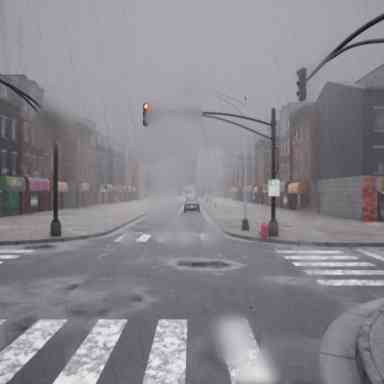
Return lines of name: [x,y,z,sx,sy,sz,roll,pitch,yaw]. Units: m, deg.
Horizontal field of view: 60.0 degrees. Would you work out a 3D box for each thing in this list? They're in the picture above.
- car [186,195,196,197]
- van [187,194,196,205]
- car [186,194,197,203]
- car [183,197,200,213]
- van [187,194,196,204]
car: [-0.037,1.514,42.495,1.752,1.417,4.829,0,0,0]
van: [-0.099,1.332,59.142,1.690,1.788,3.998,0,0,0]
car: [-0.140,1.312,70.353,2.192,1.841,5.009,0,0,0]
car: [-0.016,1.556,36.720,1.947,1.339,4.313,0,0,0]
van: [-0.119,1.334,64.747,1.690,1.788,3.998,0,0,0]
